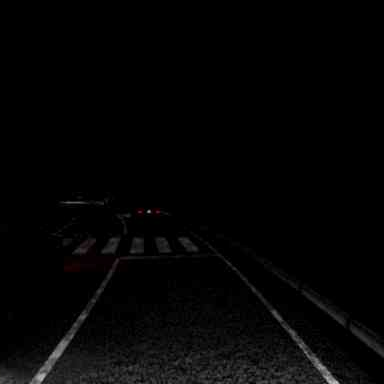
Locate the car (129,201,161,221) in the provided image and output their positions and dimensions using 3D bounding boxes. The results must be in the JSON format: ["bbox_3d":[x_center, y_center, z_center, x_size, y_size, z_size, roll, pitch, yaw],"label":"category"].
[{"bbox_3d":[-3.711,1.399,25.789,2.033,1.411,5.357,1,1,-16],"label":"car"}]

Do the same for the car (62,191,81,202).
[{"bbox_3d":[-17.335,0.578,47.717,2.033,1.411,5.357,1,2,-31],"label":"car"}]

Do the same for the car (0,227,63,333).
[{"bbox_3d":[-4.026,1.512,6.795,1.812,1.442,4.674,0,0,-5],"label":"car"}]

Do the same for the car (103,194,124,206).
[{"bbox_3d":[-9.897,0.944,41.665,2.128,1.511,4.902,1,1,-26],"label":"car"}]
